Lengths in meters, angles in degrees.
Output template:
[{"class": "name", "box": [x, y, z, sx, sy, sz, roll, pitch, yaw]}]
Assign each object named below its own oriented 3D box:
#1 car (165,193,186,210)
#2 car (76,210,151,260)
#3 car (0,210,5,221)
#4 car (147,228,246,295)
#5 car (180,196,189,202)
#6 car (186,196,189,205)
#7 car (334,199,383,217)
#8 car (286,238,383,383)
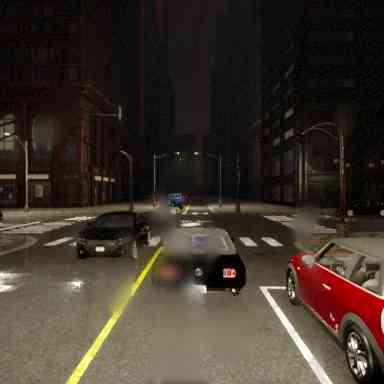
[{"class": "car", "box": [-2.268, 1.251, 43.489, 2.150, 2.045, 5.566, 0, 0, 1]}, {"class": "car", "box": [-2.760, 1.485, 12.633, 1.882, 1.535, 5.008, 0, 0, 1]}, {"class": "car", "box": [-16.006, 1.408, 23.797, 4.553, 1.767, 2.097, 0, 0, 0]}, {"class": "car", "box": [0.181, 1.604, 8.698, 1.895, 1.301, 4.718, 0, 0, 1]}, {"class": "car", "box": [-1.709, 1.622, 77.307, 1.994, 1.385, 4.181, 0, 0, 1]}, {"class": "car", "box": [-1.996, 1.275, 61.579, 2.150, 2.045, 5.566, 0, 0, 1]}, {"class": "car", "box": [15.350, 1.451, 29.983, 4.892, 1.490, 1.837, 0, 0, 1]}, {"class": "car", "box": [2.869, 1.442, 5.343, 1.967, 1.590, 4.097, 0, 0, 1]}]
